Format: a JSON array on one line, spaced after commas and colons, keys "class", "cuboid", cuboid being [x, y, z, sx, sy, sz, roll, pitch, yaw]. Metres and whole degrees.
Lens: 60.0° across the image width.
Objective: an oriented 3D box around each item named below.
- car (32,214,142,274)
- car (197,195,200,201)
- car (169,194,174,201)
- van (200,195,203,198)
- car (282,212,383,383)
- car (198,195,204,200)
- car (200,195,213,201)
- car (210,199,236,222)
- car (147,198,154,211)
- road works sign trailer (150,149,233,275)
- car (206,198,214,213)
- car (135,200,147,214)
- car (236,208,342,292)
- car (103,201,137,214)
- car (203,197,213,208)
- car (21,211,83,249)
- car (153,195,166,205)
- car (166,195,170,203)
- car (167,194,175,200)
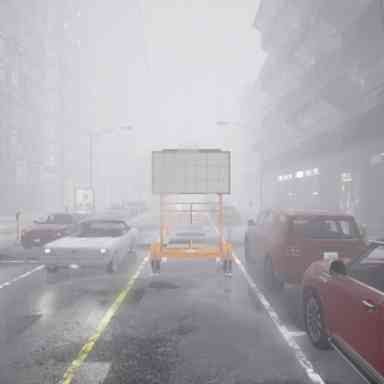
[{"class": "car", "cuboid": [-3.022, 1.603, 10.741, 1.895, 1.301, 4.718, 0, 0, 0]}, {"class": "car", "cuboid": [2.541, 1.551, 76.712, 1.802, 1.307, 4.206, 1, 0, 0]}, {"class": "car", "cuboid": [-5.837, 1.409, 76.730, 1.967, 1.590, 4.097, 1, 0, 0]}, {"class": "van", "cuboid": [2.591, 1.329, 54.086, 1.690, 1.788, 3.998, 1, 0, 0]}, {"class": "car", "cuboid": [2.696, 1.316, 3.175, 2.192, 1.841, 5.009, 1, 0, 0]}, {"class": "car", "cuboid": [2.506, 1.531, 93.683, 1.802, 1.307, 4.206, 1, 0, 0]}, {"class": "car", "cuboid": [2.599, 1.557, 48.429, 1.947, 1.339, 4.313, 1, 0, 0]}, {"class": "car", "cuboid": [2.647, 1.528, 25.972, 1.752, 1.417, 4.829, 1, 0, 0]}, {"class": "car", "cuboid": [-5.758, 1.564, 37.132, 1.947, 1.339, 4.313, 1, 0, 0]}, {"class": "road works sign trailer", "cuboid": [-0.021, 0.467, 10.391, 2.380, 3.560, 2.880, 0, 0, 0]}, {"class": "car", "cuboid": [2.635, 1.567, 31.459, 1.947, 1.339, 4.313, 1, 0, 0]}, {"class": "car", "cuboid": [-5.746, 1.545, 31.475, 1.887, 1.381, 4.507, 1, 0, 0]}, {"class": "car", "cuboid": [2.685, 1.317, 8.833, 2.192, 1.841, 5.009, 1, 0, 0]}, {"class": "car", "cuboid": [-5.735, 1.584, 25.818, 1.802, 1.307, 4.206, 1, 0, 0]}, {"class": "car", "cuboid": [2.623, 1.549, 37.116, 2.008, 1.369, 4.403, 1, 0, 0]}, {"class": "car", "cuboid": [-5.710, 1.548, 14.505, 1.887, 1.381, 4.507, 1, 0, 0]}, {"class": "car", "cuboid": [-5.791, 1.428, 54.104, 1.967, 1.590, 4.097, 1, 0, 0]}, {"class": "car", "cuboid": [-5.816, 1.562, 65.417, 1.802, 1.307, 4.206, 1, 0, 0]}, {"class": "car", "cuboid": [-5.872, 1.389, 93.701, 1.967, 1.590, 4.097, 1, 0, 0]}]
